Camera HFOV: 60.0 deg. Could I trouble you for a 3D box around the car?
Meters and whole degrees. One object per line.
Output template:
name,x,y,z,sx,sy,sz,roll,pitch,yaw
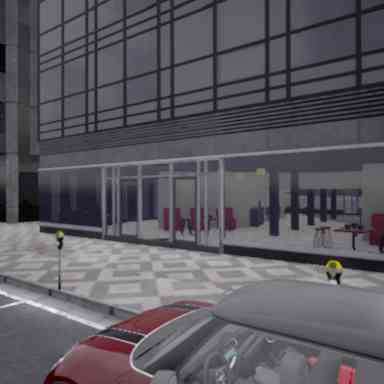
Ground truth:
car,0.635,1.445,2.509,4.097,1.590,1.967,0,0,36
